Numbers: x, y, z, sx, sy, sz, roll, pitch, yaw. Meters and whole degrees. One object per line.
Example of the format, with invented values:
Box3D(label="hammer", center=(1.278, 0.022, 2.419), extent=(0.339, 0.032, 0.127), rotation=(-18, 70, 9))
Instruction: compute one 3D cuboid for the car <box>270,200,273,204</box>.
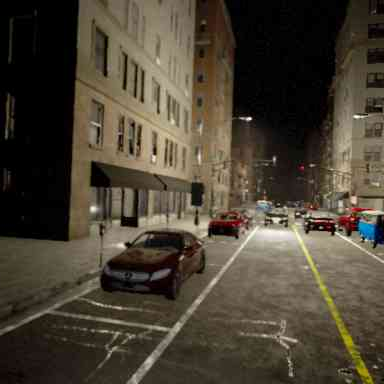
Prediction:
Box3D(label="car", center=(14.441, 2.784, 65.966), extent=(1.947, 1.339, 4.313), rotation=(2, -1, 15))

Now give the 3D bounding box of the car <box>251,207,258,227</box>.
Box3D(label="car", center=(3.500, 1.949, 24.621), extent=(1.947, 1.339, 4.313), rotation=(2, -1, 15))

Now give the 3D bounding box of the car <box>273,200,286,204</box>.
Box3D(label="car", center=(19.791, 3.079, 75.792), extent=(1.994, 1.385, 4.181), rotation=(2, -1, 15))

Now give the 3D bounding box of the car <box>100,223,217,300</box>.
Box3D(label="car", center=(-0.736, 1.639, 8.643), extent=(1.802, 1.307, 4.206), rotation=(2, -1, 15))

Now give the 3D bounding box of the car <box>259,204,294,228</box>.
Box3D(label="car", center=(7.035, 2.047, 27.671), extent=(2.128, 1.511, 4.902), rotation=(2, -1, 15))

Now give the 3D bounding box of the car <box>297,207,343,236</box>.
Box3D(label="car", center=(8.691, 2.067, 22.977), extent=(2.128, 1.511, 4.902), rotation=(2, -1, 16))

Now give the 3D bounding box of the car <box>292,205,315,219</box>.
Box3D(label="car", center=(12.717, 2.478, 38.240), extent=(1.895, 1.301, 4.718), rotation=(2, -1, 15))

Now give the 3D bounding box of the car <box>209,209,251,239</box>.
Box3D(label="car", center=(2.089, 1.819, 19.295), extent=(1.887, 1.381, 4.507), rotation=(2, -1, 15))

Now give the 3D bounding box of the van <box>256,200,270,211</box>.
Box3D(label="van", center=(11.677, 2.348, 55.519), extent=(1.690, 1.788, 3.998), rotation=(2, -1, 15))

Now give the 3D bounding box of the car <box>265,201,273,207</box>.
Box3D(label="car", center=(21.372, 3.295, 92.088), extent=(2.008, 1.369, 4.403), rotation=(2, -1, 15))

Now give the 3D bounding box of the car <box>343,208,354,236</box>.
Box3D(label="car", center=(11.261, 1.989, 22.564), extent=(2.192, 1.841, 5.009), rotation=(2, -1, 15))

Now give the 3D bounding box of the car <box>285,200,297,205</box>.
Box3D(label="car", center=(23.030, 3.201, 77.284), extent=(2.033, 1.411, 5.357), rotation=(2, -1, 15))

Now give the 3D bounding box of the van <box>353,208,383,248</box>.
Box3D(label="van", center=(9.848, 1.907, 17.237), extent=(1.690, 1.788, 3.998), rotation=(2, -1, 15))

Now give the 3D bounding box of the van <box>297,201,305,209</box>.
Box3D(label="van", center=(27.798, 3.274, 84.794), extent=(1.690, 1.788, 3.998), rotation=(2, -1, 15))

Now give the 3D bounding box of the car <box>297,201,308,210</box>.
Box3D(label="car", center=(26.419, 3.143, 79.568), extent=(2.192, 1.841, 5.009), rotation=(2, -1, 15))

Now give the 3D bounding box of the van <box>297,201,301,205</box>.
Box3D(label="van", center=(25.038, 3.064, 74.341), extent=(1.690, 1.788, 3.998), rotation=(2, -1, 15))

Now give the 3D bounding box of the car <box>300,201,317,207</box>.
Box3D(label="car", center=(20.899, 2.723, 58.663), extent=(2.192, 1.841, 5.009), rotation=(2, -1, 15))
